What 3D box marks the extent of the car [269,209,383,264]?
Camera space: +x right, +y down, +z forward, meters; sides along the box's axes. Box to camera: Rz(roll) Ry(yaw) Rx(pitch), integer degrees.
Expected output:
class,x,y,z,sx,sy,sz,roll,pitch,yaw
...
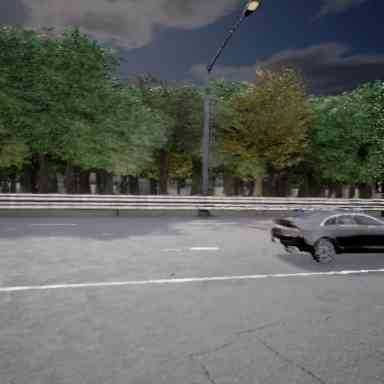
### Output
class,x,y,z,sx,sy,sz,roll,pitch,yaw
car,4.949,1.319,10.763,4.902,1.511,2.128,1,1,-15
